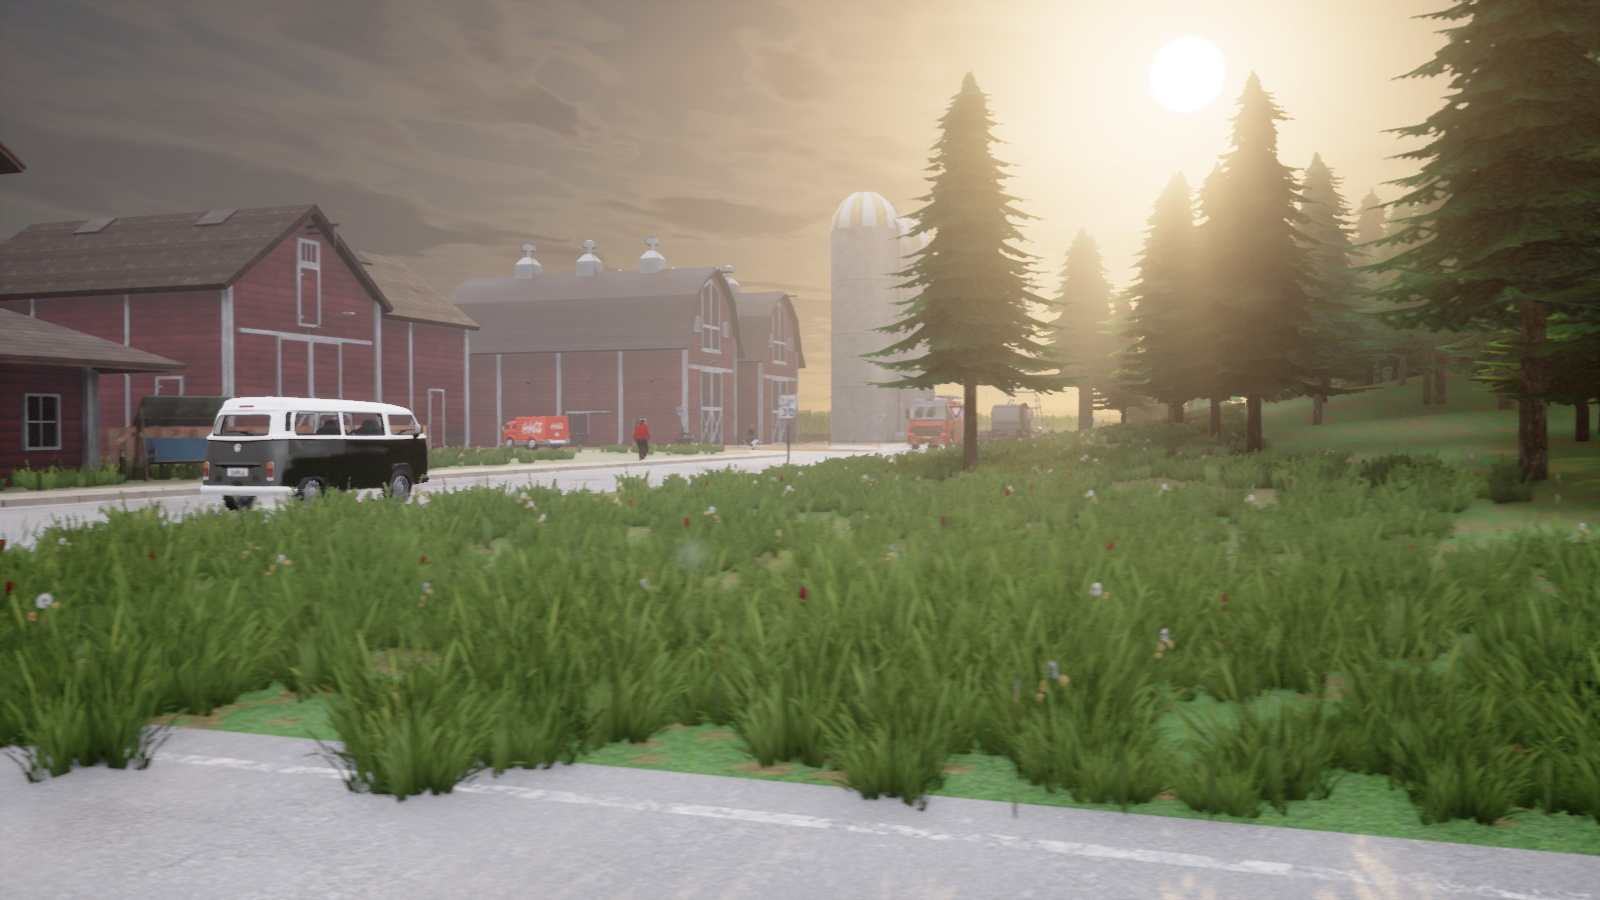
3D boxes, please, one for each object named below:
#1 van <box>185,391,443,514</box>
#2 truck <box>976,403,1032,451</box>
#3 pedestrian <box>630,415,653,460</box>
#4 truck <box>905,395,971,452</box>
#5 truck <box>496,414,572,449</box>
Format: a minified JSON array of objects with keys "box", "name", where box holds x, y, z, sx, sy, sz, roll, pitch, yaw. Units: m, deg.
[{"box":[-8.811,0.007,23.244,2.069,2.038,4.480,1,1,19],"name":"van"},{"box":[15.549,-1.760,95.270,2.891,3.462,7.936,1,1,19],"name":"truck"},{"box":[-6.674,-0.529,52.988,0.634,1.844,0.899,1,1,18],"name":"pedestrian"},{"box":[9.940,-1.873,89.604,2.891,3.827,8.468,1,1,19],"name":"truck"},{"box":[-19.464,-1.357,91.786,5.204,2.467,2.627,0,1,38],"name":"truck"}]
